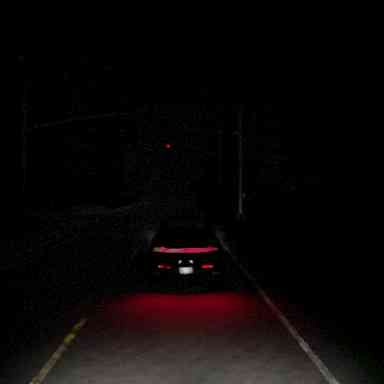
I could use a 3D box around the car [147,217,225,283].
[{"bbox_3d":[-0.192,1.471,9.577,2.128,1.511,4.902,0,0,-2],"label":"car"}]
